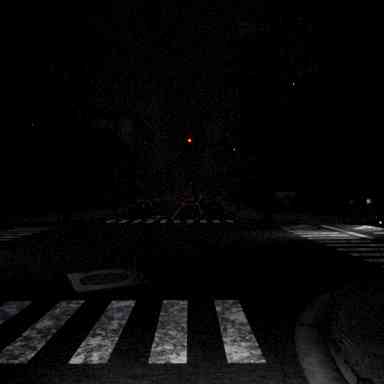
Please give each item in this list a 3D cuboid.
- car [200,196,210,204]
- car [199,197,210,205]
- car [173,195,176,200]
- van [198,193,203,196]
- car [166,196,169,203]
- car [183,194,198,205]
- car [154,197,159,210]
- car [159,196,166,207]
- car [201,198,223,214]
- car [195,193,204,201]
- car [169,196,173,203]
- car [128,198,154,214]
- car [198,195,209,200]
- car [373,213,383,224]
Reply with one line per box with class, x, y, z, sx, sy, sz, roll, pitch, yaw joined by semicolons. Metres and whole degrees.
car;2.343;1.641;47.199;1.802;1.307;4.206;0;0;0
car;2.361;1.647;63.731;2.008;1.369;4.403;0;0;0
car;-5.646;1.694;80.272;2.008;1.369;4.403;0;0;0
van;2.355;1.424;58.221;1.690;1.788;3.998;0;0;0
car;-5.670;1.634;58.229;2.008;1.369;4.403;0;0;0
car;-0.276;1.601;63.326;1.837;1.490;4.892;0;0;0
car;-5.688;1.489;41.697;1.967;1.590;4.097;0;0;0
car;-5.676;1.653;52.718;1.802;1.307;4.206;0;0;0
car;2.331;1.606;36.177;1.947;1.339;4.313;0;0;0
car;2.022;1.401;90.176;2.150;2.045;5.566;0;0;0
car;-5.658;1.552;69.250;1.967;1.590;4.097;0;0;0
car;-5.694;1.480;36.186;1.967;1.590;4.097;0;0;0
car;2.349;1.637;52.710;1.947;1.339;4.313;0;0;0
car;14.349;1.494;20.715;5.357;1.411;2.033;0;0;-2
